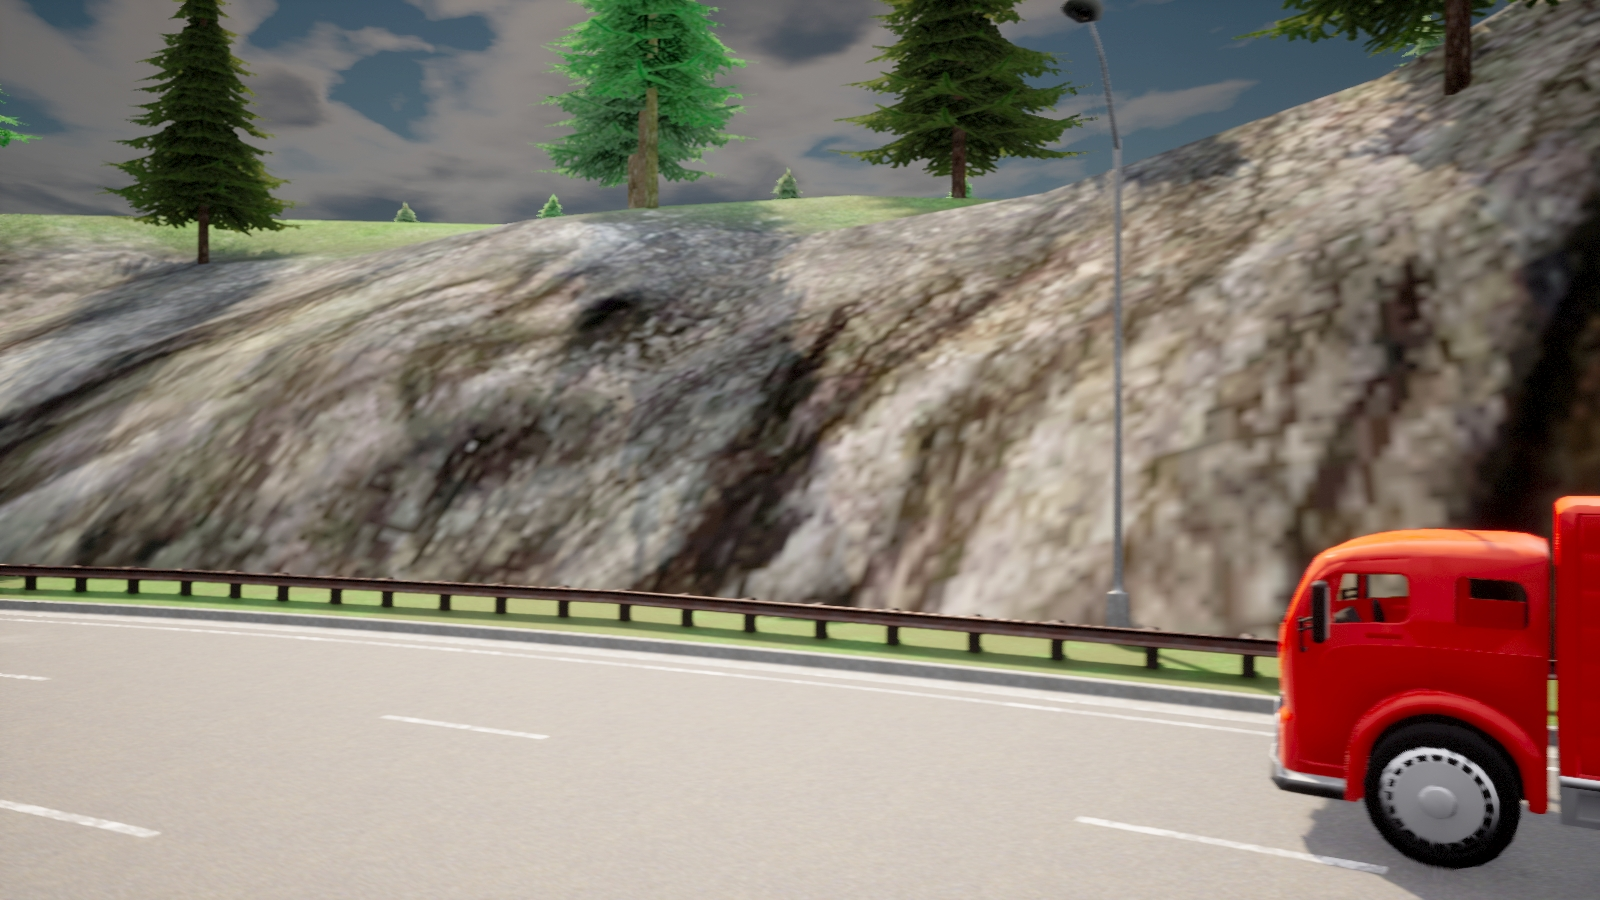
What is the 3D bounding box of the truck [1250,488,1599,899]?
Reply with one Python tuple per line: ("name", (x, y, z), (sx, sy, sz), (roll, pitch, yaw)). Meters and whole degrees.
("truck", (6.062, 1.567, 7.718), (5.204, 2.467, 2.627), (0, 0, 33))
